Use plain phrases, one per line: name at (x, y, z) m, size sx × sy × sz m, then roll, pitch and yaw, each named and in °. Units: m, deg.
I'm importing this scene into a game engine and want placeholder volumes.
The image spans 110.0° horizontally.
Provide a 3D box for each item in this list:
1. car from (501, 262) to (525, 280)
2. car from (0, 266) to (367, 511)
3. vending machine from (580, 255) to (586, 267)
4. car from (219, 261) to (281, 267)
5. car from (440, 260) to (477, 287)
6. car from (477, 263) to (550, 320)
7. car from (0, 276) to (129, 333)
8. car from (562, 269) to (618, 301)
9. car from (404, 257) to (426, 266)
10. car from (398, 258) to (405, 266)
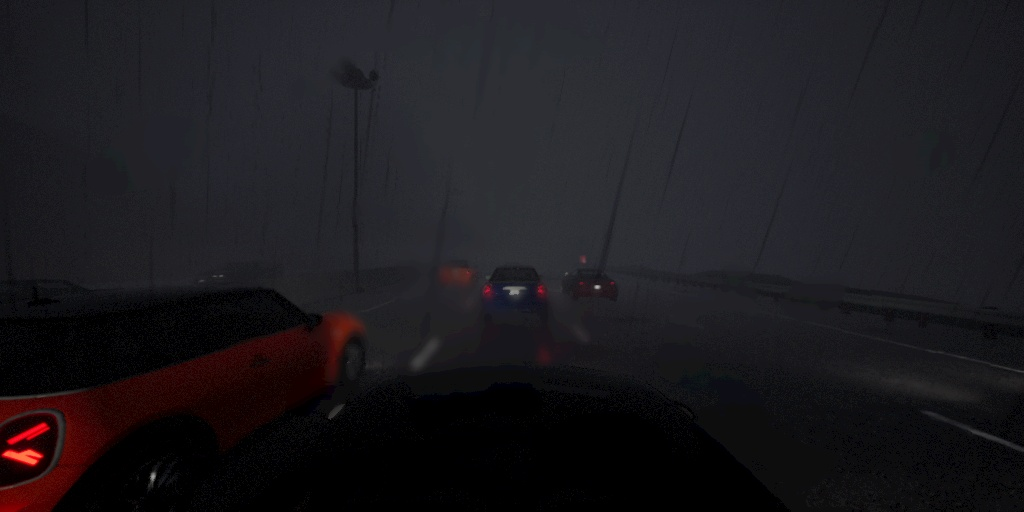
car at (0.101, 1.255, 31.493) m, size 1.994 × 1.385 × 4.181 m, roll 0°, pitch 0°, yaw 0°
car at (-3.406, 1.098, 3.992) m, size 2.097 × 1.767 × 4.553 m, roll 0°, pitch 0°, yaw 0°
vending machine at (12.002, 0.828, 60.493) m, size 1.100 × 2.100 × 0.880 m, roll 0°, pitch 0°, yaw 0°
car at (-17.594, 1.202, 22.888) m, size 2.128 × 1.511 × 4.902 m, roll 0°, pitch 0°, yaw 0°
car at (-3.400, 1.059, 23.962) m, size 2.097 × 1.767 × 4.553 m, roll 0°, pitch 0°, yaw 0°
car at (0.100, 1.081, 12.609) m, size 2.097 × 1.767 × 4.553 m, roll 0°, pitch 0°, yaw 0°
car at (-14.101, 1.337, 9.957) m, size 1.895 × 1.301 × 4.718 m, roll 0°, pitch 0°, yaw 0°
car at (3.600, 1.283, 17.134) m, size 1.994 × 1.385 × 4.181 m, roll 0°, pitch 0°, yaw 0°
car at (-14.062, 1.250, 53.562) m, size 1.895 × 1.301 × 4.718 m, roll 0°, pitch 0°, yaw 0°
car at (-17.530, 0.985, 62.202) m, size 2.097 × 1.767 × 4.553 m, roll 0°, pitch 0°, yaw 1°
